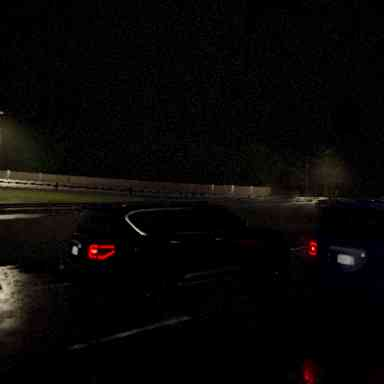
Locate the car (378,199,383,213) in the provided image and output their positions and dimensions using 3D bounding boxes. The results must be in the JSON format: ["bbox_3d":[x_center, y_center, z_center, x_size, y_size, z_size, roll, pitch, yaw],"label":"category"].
[{"bbox_3d":[23.349,1.573,37.830,5.008,1.535,1.882,0,0,-35],"label":"car"}]

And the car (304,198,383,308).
[{"bbox_3d":[4.769,1.233,7.149,5.566,2.045,2.150,0,0,-35],"label":"car"}]

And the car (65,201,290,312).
[{"bbox_3d":[-0.081,1.227,7.989,5.566,2.045,2.150,0,0,-36],"label":"car"}]
